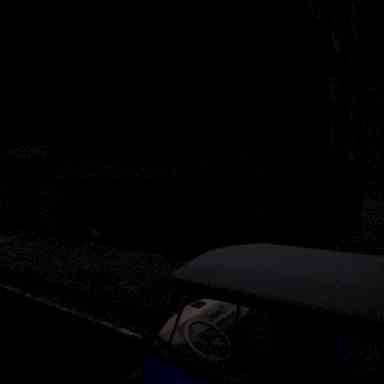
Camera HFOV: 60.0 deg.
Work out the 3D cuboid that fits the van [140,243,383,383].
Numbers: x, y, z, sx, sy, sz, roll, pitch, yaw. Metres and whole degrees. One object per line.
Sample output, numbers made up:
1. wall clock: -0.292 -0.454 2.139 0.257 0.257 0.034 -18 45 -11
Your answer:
1. van: 1.450 1.344 1.913 3.998 1.788 1.690 1 1 36
